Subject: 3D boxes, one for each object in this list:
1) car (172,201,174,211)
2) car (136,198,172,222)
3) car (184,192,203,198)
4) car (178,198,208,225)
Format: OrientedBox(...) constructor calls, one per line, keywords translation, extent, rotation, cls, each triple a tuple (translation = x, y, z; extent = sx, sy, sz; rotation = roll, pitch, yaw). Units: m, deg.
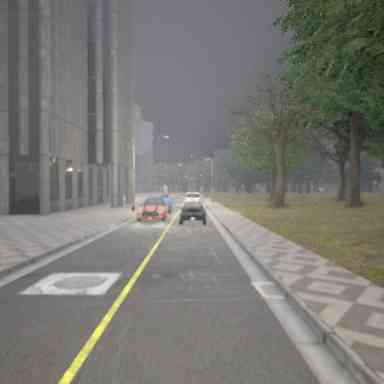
OrientedBox(translation=(-2.957, 1.345, 34.456), extent=(1.882, 1.535, 5.008), rotation=(0, 0, 0), cls="car")
OrientedBox(translation=(-2.976, 1.274, 25.866), extent=(2.097, 1.767, 4.553), rotation=(0, 0, 0), cls="car")
OrientedBox(translation=(0.128, 1.040, 41.551), extent=(2.150, 2.045, 5.566), rotation=(0, 1, 0), cls="car")
OrientedBox(translation=(0.081, 1.443, 23.833), extent=(1.837, 1.490, 4.892), rotation=(0, 1, 1), cls="car")
